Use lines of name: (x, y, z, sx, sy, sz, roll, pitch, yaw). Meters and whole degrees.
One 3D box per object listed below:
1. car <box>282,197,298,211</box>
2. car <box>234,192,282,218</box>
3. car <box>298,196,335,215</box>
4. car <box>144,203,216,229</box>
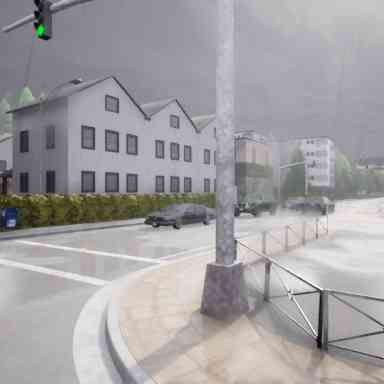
car: (11.545, 1.304, 37.088, 2.128, 1.511, 4.902, 0, 0, 36)
car: (5.476, 1.034, 28.607, 2.150, 2.045, 5.566, 0, 0, 35)
car: (12.076, 1.163, 31.520, 2.097, 1.767, 4.553, 0, 0, 35)
car: (-0.490, 1.360, 20.195, 2.033, 1.411, 5.357, 0, 0, 35)
